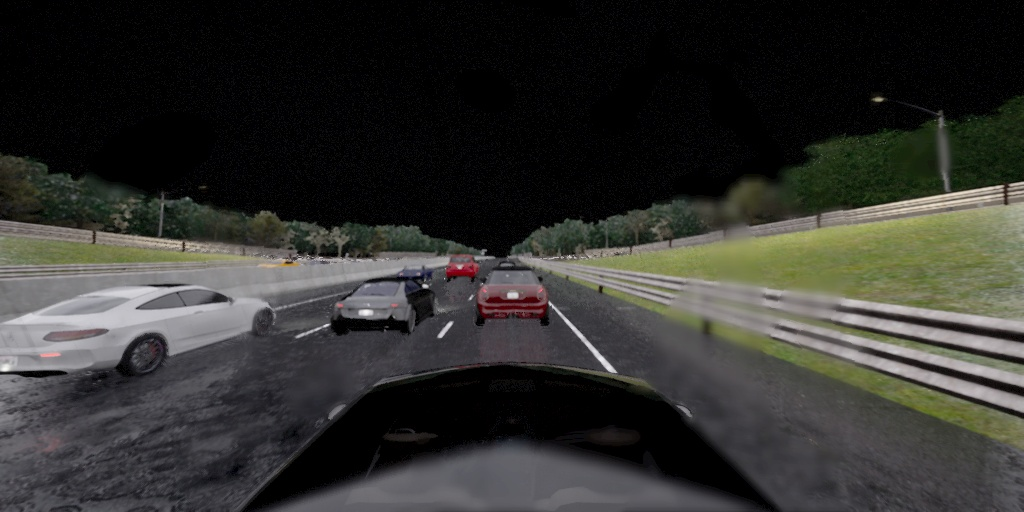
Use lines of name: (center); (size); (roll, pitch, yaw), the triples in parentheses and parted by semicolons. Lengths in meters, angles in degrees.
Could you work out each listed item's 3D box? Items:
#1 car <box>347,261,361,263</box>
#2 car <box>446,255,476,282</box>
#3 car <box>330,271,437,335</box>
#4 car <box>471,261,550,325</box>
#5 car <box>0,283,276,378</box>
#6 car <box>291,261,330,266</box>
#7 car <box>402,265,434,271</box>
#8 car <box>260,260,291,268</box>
car: (-18.390, 1.263, 41.686); (1.994, 1.385, 4.181); (0, 0, -1)
car: (-3.885, 0.947, 28.837); (2.150, 2.045, 5.566); (0, 0, -1)
car: (-3.488, 1.310, 10.501); (1.994, 1.385, 4.181); (0, 0, -1)
car: (-0.012, 1.097, 11.932); (2.097, 1.767, 4.553); (0, 0, -1)
car: (-6.943, 1.273, 7.217); (1.812, 1.442, 4.674); (0, 0, -1)
car: (-21.855, 1.248, 40.101); (2.033, 1.411, 5.357); (0, 0, -1)
car: (-7.365, 1.326, 27.951); (1.895, 1.301, 4.718); (0, 0, -1)
car: (-25.333, 1.178, 39.271); (1.882, 1.535, 5.008); (0, 0, -1)
